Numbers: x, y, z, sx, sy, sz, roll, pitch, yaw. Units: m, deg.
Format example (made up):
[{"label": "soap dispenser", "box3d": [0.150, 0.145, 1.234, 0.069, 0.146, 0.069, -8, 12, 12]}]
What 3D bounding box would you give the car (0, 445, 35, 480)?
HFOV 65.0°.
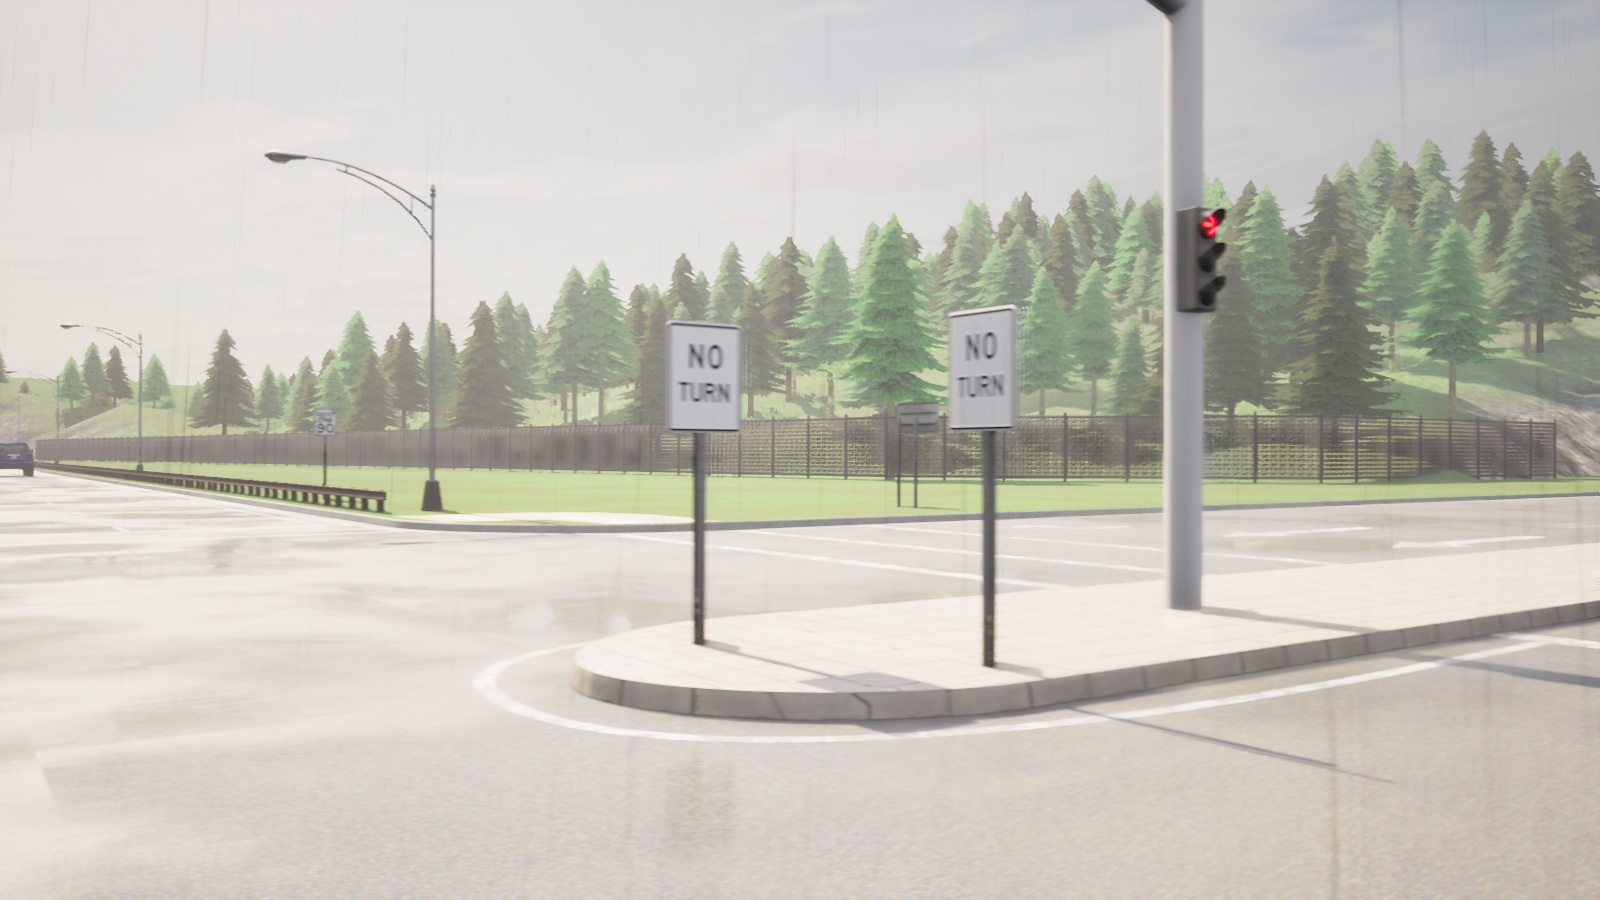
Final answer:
[{"label": "car", "box3d": [-47.604, 0.750, 75.675, 2.150, 2.045, 5.566, 0, 0, -35]}]
